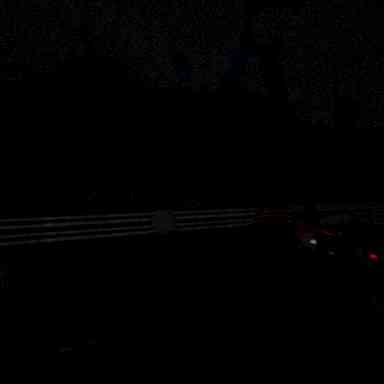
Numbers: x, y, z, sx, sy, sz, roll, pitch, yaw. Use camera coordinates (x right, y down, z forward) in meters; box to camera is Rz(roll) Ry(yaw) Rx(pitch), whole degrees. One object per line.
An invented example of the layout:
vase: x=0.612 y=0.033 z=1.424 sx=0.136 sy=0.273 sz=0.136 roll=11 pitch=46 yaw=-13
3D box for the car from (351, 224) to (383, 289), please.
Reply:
car: x=5.927 y=1.534 z=7.834 sx=4.181 sy=1.385 sz=1.994 roll=0 pitch=0 yaw=-34

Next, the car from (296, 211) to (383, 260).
car: x=5.939 y=1.438 z=12.081 sx=5.008 sy=1.535 sz=1.882 roll=0 pitch=0 yaw=-34
